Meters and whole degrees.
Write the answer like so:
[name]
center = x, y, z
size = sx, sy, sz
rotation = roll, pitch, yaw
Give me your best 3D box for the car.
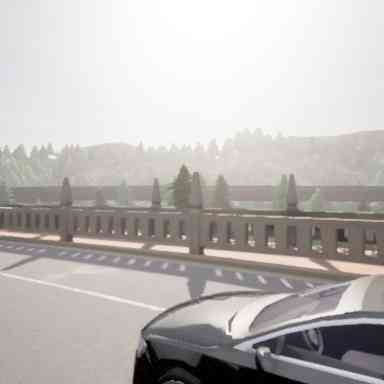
[car]
center = 1.632, 1.478, 2.636
size = 4.902, 1.511, 2.128
rotation = 0, 0, 36
